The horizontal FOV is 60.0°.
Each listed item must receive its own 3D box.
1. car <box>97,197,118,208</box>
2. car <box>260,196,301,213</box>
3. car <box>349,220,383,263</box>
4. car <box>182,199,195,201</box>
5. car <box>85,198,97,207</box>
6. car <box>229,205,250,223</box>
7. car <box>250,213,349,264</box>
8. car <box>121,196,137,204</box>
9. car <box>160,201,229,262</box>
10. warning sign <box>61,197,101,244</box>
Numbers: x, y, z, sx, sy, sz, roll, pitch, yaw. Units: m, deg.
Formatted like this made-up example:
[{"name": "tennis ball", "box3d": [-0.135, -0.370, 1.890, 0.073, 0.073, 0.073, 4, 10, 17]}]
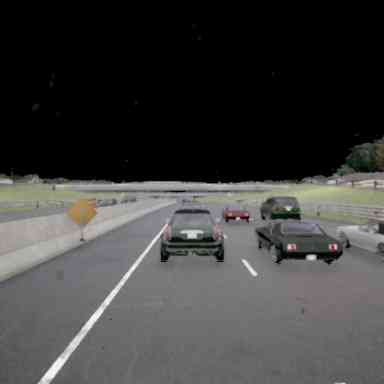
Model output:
[{"name": "car", "box3d": [-14.401, 1.839, 58.101, 2.097, 1.767, 4.553, 0, -1, 0]}, {"name": "car", "box3d": [6.952, 1.343, 26.606, 2.150, 2.045, 5.566, 0, 0, 0]}, {"name": "car", "box3d": [7.019, 1.647, 11.976, 1.895, 1.301, 4.718, 0, 0, 0]}, {"name": "car", "box3d": [-0.040, 1.477, 27.568, 2.097, 1.767, 4.553, 0, 0, 0]}, {"name": "car", "box3d": [-17.894, 1.837, 57.968, 2.097, 1.767, 4.553, 0, -1, 0]}, {"name": "car", "box3d": [3.456, 1.723, 27.022, 1.895, 1.301, 4.718, 0, 0, 0]}, {"name": "car", "box3d": [3.519, 1.647, 11.968, 1.895, 1.301, 4.718, 0, 0, 0]}, {"name": "car", "box3d": [-10.902, 1.708, 58.146, 2.150, 2.045, 5.566, 0, -1, 0]}, {"name": "car", "box3d": [0.024, 1.400, 12.542, 2.097, 1.767, 4.553, 0, 0, 0]}, {"name": "warning sign", "box3d": [-4.593, 1.169, 13.897, 1.300, 1.860, 1.060, -1, -1, 0]}]
